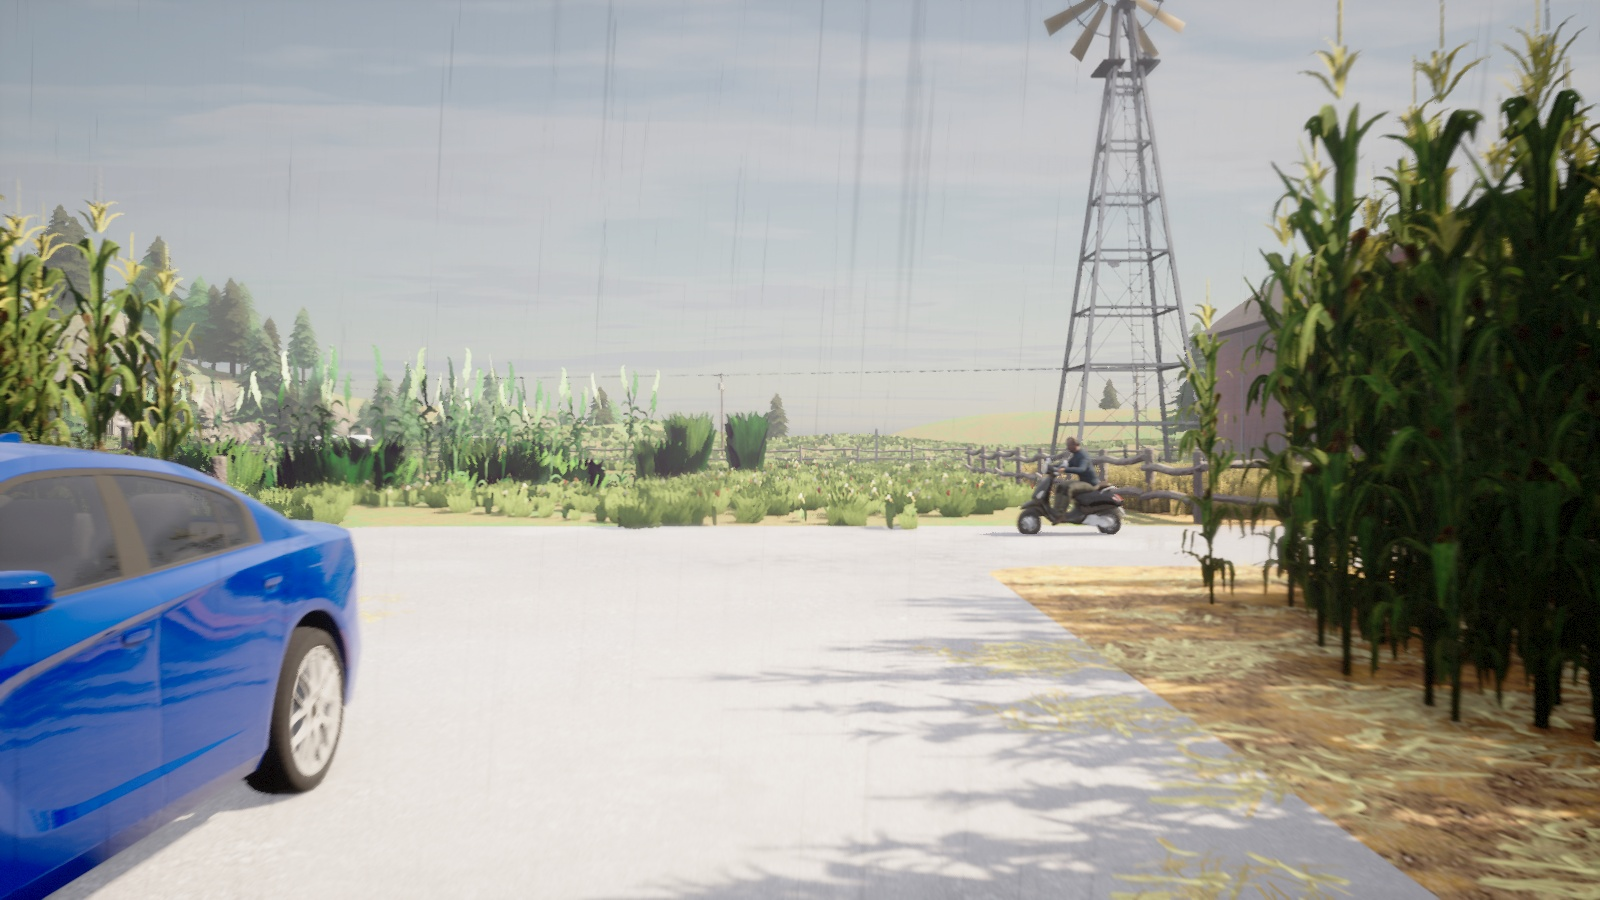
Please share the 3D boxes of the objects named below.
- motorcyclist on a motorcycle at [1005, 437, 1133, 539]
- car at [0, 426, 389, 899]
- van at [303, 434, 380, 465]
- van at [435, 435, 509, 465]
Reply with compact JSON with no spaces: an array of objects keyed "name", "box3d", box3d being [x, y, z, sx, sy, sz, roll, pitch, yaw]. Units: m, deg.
[{"name":"motorcyclist on a motorcycle","box3d":[4.297,0.590,20.151,1.817,1.590,0.866,0,1,-5]},{"name":"car","box3d":[-3.030,0.700,3.808,1.882,1.535,5.008,0,0,1]},{"name":"van","box3d":[-31.128,-0.036,85.358,4.480,2.038,2.069,0,0,6]},{"name":"van","box3d":[-22.050,0.002,84.398,4.442,1.987,1.775,0,0,6]}]
